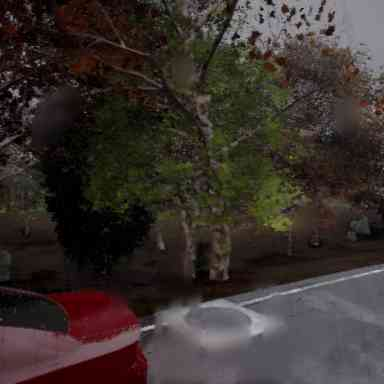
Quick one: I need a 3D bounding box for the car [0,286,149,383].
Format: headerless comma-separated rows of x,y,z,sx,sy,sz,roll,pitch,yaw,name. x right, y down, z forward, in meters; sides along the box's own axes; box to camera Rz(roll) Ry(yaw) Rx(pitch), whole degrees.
-2.719,1.482,2.081,5.008,1.535,1.882,0,0,-35,car
